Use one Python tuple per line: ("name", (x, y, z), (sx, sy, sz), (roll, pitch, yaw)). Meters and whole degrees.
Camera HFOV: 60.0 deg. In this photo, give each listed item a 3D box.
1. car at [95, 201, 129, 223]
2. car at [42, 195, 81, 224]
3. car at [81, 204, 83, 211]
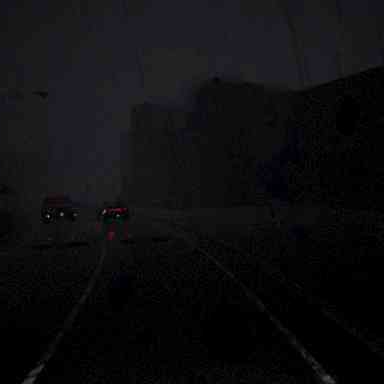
("car", (-6.058, 1.415, 24.943), (2.128, 1.511, 4.902), (-2, 1, -24))
("car", (-10.589, 1.304, 26.316), (2.150, 2.045, 5.566), (-3, 0, -27))
("car", (-14.301, 1.569, 39.269), (1.812, 1.442, 4.674), (-3, 1, -31))
